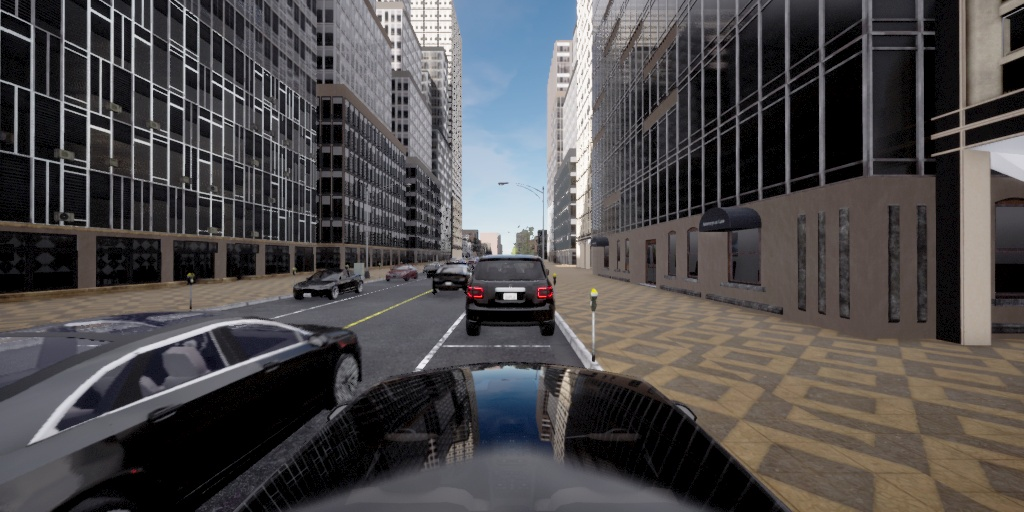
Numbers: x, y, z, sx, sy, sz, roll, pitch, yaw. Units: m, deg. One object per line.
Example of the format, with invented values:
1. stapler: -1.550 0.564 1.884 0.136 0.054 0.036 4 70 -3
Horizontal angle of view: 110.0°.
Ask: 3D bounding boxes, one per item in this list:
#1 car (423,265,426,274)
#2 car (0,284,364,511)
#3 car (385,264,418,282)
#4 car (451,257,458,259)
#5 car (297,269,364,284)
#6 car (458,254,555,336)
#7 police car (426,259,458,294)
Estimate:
1. car: -6.243 1.342 31.807 1.895 1.301 4.718 0 0 0
2. car: -3.053 1.243 3.194 2.128 1.511 4.902 0 0 0
3. car: -8.835 1.325 29.033 1.802 1.307 4.207 0 0 0
4. car: -8.836 1.273 51.803 1.888 1.381 4.507 0 0 0
5. car: -8.836 1.313 17.650 1.948 1.339 4.313 0 0 0
6. car: -0.039 0.977 10.529 2.150 2.045 5.566 0 0 0
7. police car: -3.147 1.172 20.343 1.930 1.638 5.238 0 0 0
